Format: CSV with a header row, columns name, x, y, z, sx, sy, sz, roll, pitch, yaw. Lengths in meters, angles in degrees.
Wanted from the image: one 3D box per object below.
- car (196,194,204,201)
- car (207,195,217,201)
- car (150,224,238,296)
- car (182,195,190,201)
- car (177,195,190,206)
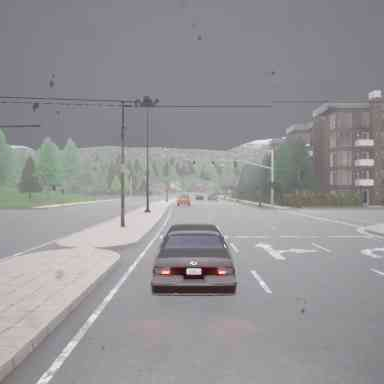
name,x,y,z,sx,sy,sz,roll,pitch,yaw
car,1.983,1.477,85.406,1.882,1.535,5.008,0,0,0
car,5.483,1.539,85.414,2.033,1.411,5.357,0,0,0
car,0.043,1.547,8.798,2.033,1.411,5.357,0,0,0
car,-1.517,1.523,85.368,1.812,1.442,4.674,0,0,0
car,-1.354,1.352,54.543,2.097,1.767,4.553,0,0,-1
